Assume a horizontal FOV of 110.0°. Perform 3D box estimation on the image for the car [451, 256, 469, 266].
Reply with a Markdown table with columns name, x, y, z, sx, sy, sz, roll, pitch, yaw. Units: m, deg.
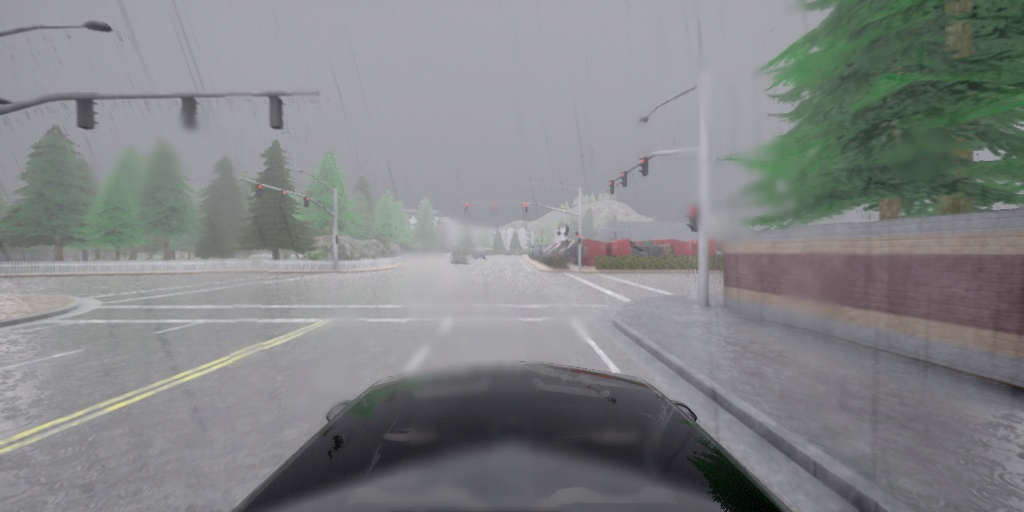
| name | x | y | z | sx | sy | sz | roll | pitch | yaw |
| --- | --- | --- | --- | --- | --- | --- | --- | --- | --- |
| car | -6.994 | 0.629 | 48.904 | 1.994 | 1.385 | 4.181 | 0 | 1 | 0 |
